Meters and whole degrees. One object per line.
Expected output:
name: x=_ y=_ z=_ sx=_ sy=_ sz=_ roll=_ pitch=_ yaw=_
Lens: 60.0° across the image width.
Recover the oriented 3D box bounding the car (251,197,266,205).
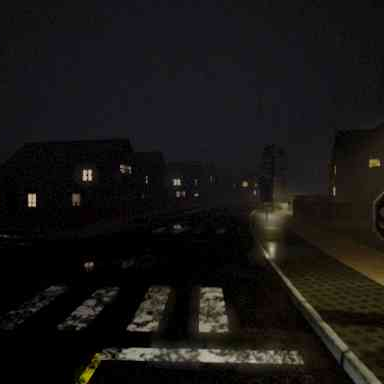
car: x=11.351 y=1.465 z=55.948 sx=1.895 sy=1.301 sz=4.718 roll=0 pitch=0 yaw=24

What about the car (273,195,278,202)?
car: x=15.529 y=1.304 z=65.315 sx=2.128 sy=1.511 sz=4.902 roll=0 pitch=0 yaw=27
